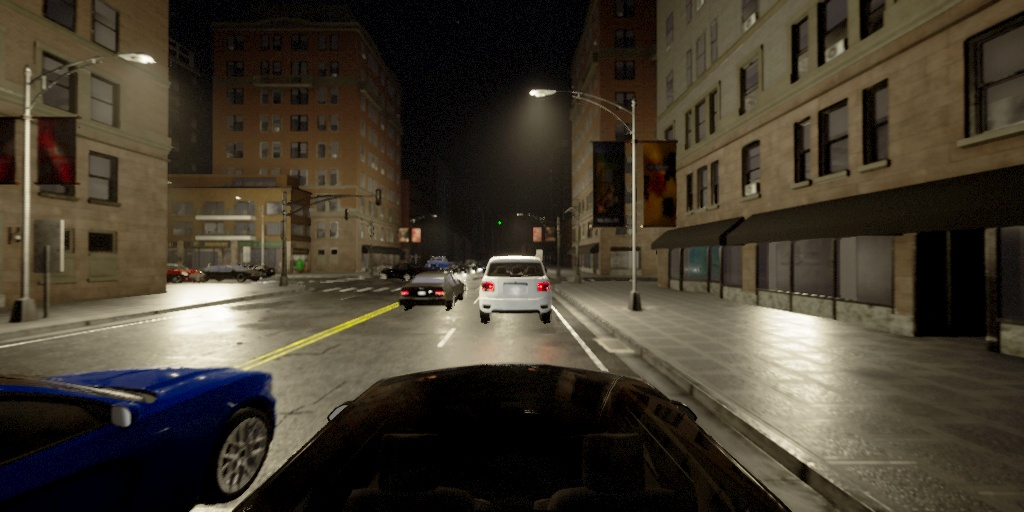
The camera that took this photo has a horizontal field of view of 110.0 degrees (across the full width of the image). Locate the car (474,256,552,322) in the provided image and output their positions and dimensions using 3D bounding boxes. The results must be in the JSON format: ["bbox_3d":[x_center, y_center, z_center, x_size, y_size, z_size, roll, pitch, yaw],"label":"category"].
[{"bbox_3d":[0.101,1.023,12.598,2.150,2.045,5.566,0,0,0],"label":"car"}]

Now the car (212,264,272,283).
[{"bbox_3d":[-23.137,1.416,29.278,5.357,1.411,2.033,0,0,0],"label":"car"}]

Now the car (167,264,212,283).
[{"bbox_3d":[-25.412,1.286,26.746,4.097,1.591,1.967,0,0,0],"label":"car"}]

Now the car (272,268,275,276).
[{"bbox_3d":[-25.369,1.479,34.771,4.313,1.339,1.948,0,0,0],"label":"car"}]

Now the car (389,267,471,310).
[{"bbox_3d":[-3.149,1.358,15.033,2.033,1.411,5.357,0,0,0],"label":"car"}]

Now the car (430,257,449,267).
[{"bbox_3d":[-9.830,1.175,47.529,2.150,2.045,5.566,0,0,0],"label":"car"}]

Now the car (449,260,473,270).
[{"bbox_3d":[-6.583,1.455,46.752,1.837,1.490,4.892,0,0,0],"label":"car"}]

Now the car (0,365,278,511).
[{"bbox_3d":[-3.151,1.227,1.384,1.882,1.535,5.008,0,-1,0],"label":"car"}]

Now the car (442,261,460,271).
[{"bbox_3d":[-9.792,1.544,57.776,2.033,1.411,5.357,0,0,0],"label":"car"}]

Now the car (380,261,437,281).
[{"bbox_3d":[-9.047,1.358,30.216,5.008,1.535,1.882,0,-2,34],"label":"car"}]
